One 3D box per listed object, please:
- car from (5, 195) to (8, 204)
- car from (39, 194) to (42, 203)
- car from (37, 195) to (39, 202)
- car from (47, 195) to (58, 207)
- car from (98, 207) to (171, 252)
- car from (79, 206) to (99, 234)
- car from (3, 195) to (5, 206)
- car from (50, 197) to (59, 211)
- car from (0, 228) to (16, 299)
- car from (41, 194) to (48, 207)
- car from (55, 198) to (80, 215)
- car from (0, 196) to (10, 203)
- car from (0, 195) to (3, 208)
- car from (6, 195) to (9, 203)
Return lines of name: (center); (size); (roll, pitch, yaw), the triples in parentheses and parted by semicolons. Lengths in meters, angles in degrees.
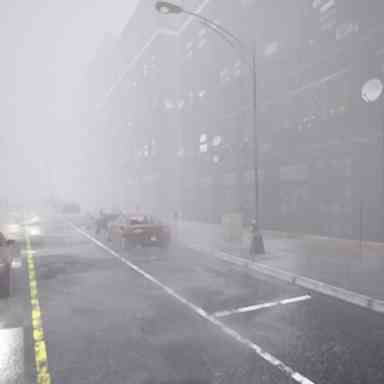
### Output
car: (-31.979, 1.647, 54.749); (1.947, 1.339, 4.313); (1, -1, -27)
car: (-27.462, 1.526, 63.184); (1.967, 1.590, 4.097); (1, -1, -27)
car: (-32.477, 1.706, 73.044); (1.802, 1.307, 4.206); (1, -1, -27)
car: (-17.399, 1.470, 43.480); (1.967, 1.590, 4.097); (1, -1, -27)
car: (-2.372, 1.539, 13.891); (1.887, 1.381, 4.507); (1, -1, -27)
car: (-4.878, 1.546, 18.823); (2.008, 1.369, 4.403); (1, -1, -27)
car: (-26.961, 1.369, 44.891); (2.192, 1.841, 5.009); (2, -1, -27)
car: (-14.901, 1.565, 38.544); (1.887, 1.381, 4.507); (1, -1, -27)
car: (-5.404, 1.527, 8.069); (1.812, 1.442, 4.674); (0, 0, -27)
car: (-22.447, 1.369, 53.323); (2.192, 1.841, 5.009); (1, -1, -27)
car: (-12.396, 1.556, 33.614); (1.887, 1.381, 4.507); (1, -1, -27)
car: (-42.003, 1.704, 74.469); (1.887, 1.381, 4.507); (1, -1, -27)
car: (-24.456, 1.358, 39.961); (2.192, 1.841, 5.009); (2, -1, -27)
car: (-39.492, 1.452, 69.541); (2.192, 1.841, 5.009); (1, -1, -27)
